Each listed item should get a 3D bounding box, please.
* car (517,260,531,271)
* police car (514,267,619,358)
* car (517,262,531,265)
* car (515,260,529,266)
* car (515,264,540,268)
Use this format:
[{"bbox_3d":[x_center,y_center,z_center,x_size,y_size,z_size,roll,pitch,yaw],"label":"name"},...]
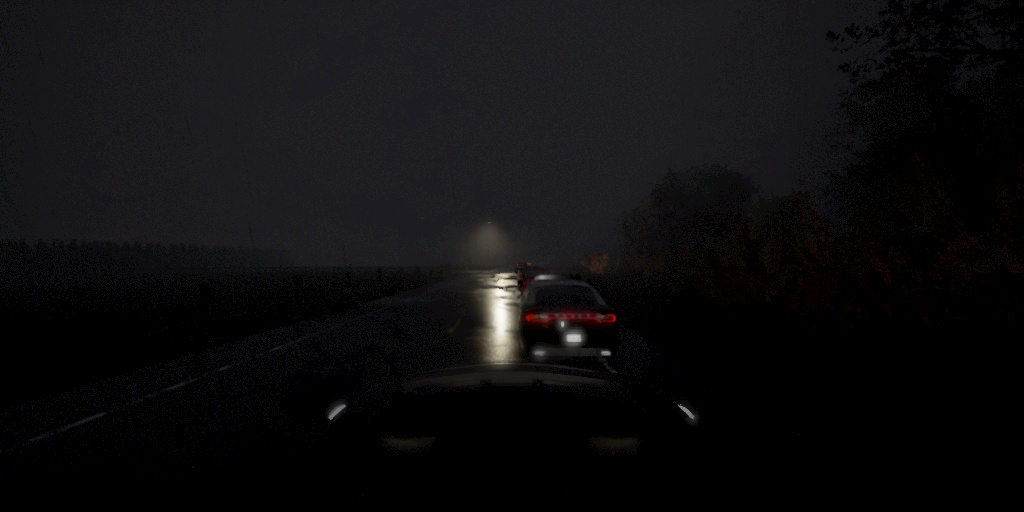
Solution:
[{"bbox_3d":[2.109,1.563,60.278,2.097,1.767,4.553,0,0,4],"label":"car"},{"bbox_3d":[1.092,1.233,8.759,1.930,1.638,5.238,0,0,1],"label":"police car"},{"bbox_3d":[1.404,1.414,24.592,1.882,1.535,5.008,0,0,2],"label":"car"},{"bbox_3d":[1.412,1.627,48.346,1.837,1.490,4.892,0,0,4],"label":"car"},{"bbox_3d":[1.252,1.366,18.614,1.882,1.535,5.008,0,0,1],"label":"car"}]
